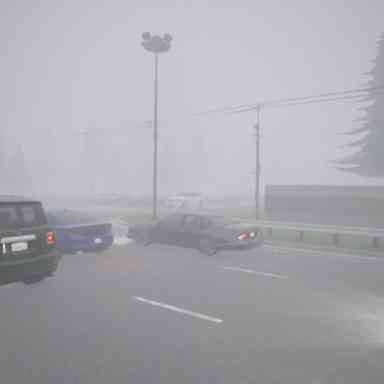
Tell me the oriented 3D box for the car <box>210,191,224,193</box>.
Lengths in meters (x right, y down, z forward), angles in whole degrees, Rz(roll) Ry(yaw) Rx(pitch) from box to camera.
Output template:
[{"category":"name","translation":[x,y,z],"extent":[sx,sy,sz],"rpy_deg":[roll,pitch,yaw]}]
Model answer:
[{"category":"car","translation":[4.657,0.935,57.504],"extent":[2.097,1.767,4.553],"rpy_deg":[1,1,36]}]

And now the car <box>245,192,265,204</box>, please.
[{"category":"car","translation":[11.039,1.189,54.323],"extent":[1.837,1.490,4.892],"rpy_deg":[1,1,37]}]

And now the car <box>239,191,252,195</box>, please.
[{"category":"car","translation":[7.808,0.986,55.852],"extent":[2.097,1.767,4.553],"rpy_deg":[1,1,37]}]

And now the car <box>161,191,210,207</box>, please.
[{"category":"car","translation":[-0.650,0.900,38.320],"extent":[2.150,2.045,5.566],"rpy_deg":[1,1,36]}]

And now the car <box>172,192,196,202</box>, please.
[{"category":"car","translation":[-1.440,0.835,60.994],"extent":[2.097,1.767,4.553],"rpy_deg":[1,1,36]}]

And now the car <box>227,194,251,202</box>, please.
[{"category":"car","translation":[9.058,1.132,63.542],"extent":[2.033,1.411,5.357],"rpy_deg":[1,1,37]}]

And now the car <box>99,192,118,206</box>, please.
[{"category":"car","translation":[-9.458,1.054,44.061],"extent":[1.812,1.442,4.674],"rpy_deg":[1,1,36]}]

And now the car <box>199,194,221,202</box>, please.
[{"category":"car","translation":[3.336,1.060,61.604],"extent":[1.812,1.442,4.674],"rpy_deg":[1,0,36]}]

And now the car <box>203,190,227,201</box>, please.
[{"category":"car","translation":[4.838,0.713,69.403],"extent":[2.150,2.045,5.566],"rpy_deg":[1,1,37]}]

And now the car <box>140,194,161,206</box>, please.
[{"category":"car","translation":[-3.624,1.229,40.191],"extent":[1.895,1.301,4.718],"rpy_deg":[1,1,36]}]

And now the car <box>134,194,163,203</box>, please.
[{"category":"car","translation":[-6.929,1.006,53.496],"extent":[1.812,1.442,4.674],"rpy_deg":[1,1,36]}]

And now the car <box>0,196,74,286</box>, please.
[{"category":"car","translation":[-5.505,1.094,7.806],"extent":[5.566,2.045,2.150],"rpy_deg":[1,1,34]}]

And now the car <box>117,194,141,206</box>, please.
[{"category":"car","translation":[-6.647,1.179,41.982],"extent":[1.895,1.301,4.718],"rpy_deg":[1,1,36]}]

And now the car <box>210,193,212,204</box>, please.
[{"category":"car","translation":[1.758,1.231,47.605],"extent":[1.895,1.301,4.718],"rpy_deg":[1,1,36]}]

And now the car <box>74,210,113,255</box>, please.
[{"category":"car","translation":[-4.971,1.325,11.691],"extent":[5.008,1.535,1.882],"rpy_deg":[1,1,34]}]

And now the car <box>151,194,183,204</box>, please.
[{"category":"car","translation":[-3.828,1.078,51.823],"extent":[2.033,1.411,5.357],"rpy_deg":[1,1,36]}]

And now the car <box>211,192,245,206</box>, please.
[{"category":"car","translation":[5.068,1.186,46.193],"extent":[1.837,1.490,4.892],"rpy_deg":[1,1,36]}]

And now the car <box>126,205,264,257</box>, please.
[{"category":"car","translation":[-0.043,1.445,12.600],"extent":[5.357,1.411,2.033],"rpy_deg":[1,1,35]}]

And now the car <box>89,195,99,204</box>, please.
[{"category":"car","translation":[-12.103,0.831,46.372],"extent":[2.097,1.767,4.553],"rpy_deg":[1,1,36]}]

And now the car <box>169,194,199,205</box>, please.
[{"category":"car","translation":[-1.170,1.085,49.526],"extent":[1.837,1.490,4.892],"rpy_deg":[1,1,36]}]

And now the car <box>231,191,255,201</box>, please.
[{"category":"car","translation":[10.928,0.766,70.910],"extent":[5.566,2.045,2.150],"rpy_deg":[0,1,-45]}]
